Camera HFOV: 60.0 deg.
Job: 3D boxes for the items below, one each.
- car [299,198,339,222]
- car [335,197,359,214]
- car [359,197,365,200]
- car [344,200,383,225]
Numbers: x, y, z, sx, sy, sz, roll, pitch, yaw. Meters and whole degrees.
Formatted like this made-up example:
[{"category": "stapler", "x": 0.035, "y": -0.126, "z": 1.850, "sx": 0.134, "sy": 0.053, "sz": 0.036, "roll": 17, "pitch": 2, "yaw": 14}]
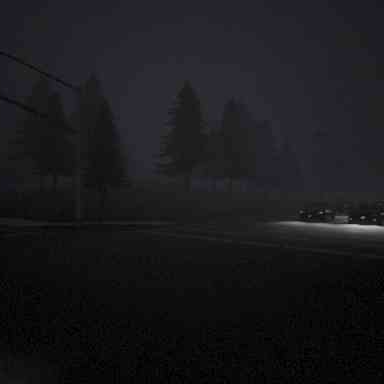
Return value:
[{"category": "car", "x": 9.915, "y": 1.479, "z": 26.192, "sx": 1.812, "sy": 1.442, "sz": 4.674, "roll": 0, "pitch": 0, "yaw": 35}, {"category": "car", "x": 14.967, "y": 1.304, "z": 33.409, "sx": 2.097, "sy": 1.767, "sz": 4.553, "roll": 0, "pitch": 0, "yaw": 35}, {"category": "car", "x": 20.828, "y": 1.443, "z": 41.727, "sx": 2.128, "sy": 1.511, "sz": 4.902, "roll": 0, "pitch": 0, "yaw": 35}, {"category": "car", "x": 12.624, "y": 1.540, "z": 23.994, "sx": 1.994, "sy": 1.385, "sz": 4.181, "roll": 0, "pitch": 0, "yaw": 35}]
